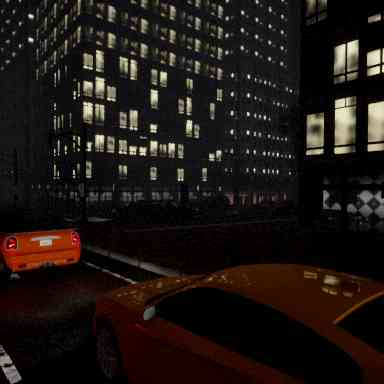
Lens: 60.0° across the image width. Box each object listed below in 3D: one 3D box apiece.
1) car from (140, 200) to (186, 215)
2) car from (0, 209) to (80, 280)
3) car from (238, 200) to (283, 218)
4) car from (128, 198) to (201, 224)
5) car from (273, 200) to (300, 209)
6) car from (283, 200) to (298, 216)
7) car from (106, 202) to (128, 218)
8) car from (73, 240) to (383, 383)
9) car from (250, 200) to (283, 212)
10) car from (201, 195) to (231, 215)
[{"bbox_3d":[-3.163,1.647,36.662,4.829,1.417,1.752,1,0,-39],"label":"car"},{"bbox_3d":[-5.186,1.347,10.335,2.097,1.767,4.553,0,0,-40],"label":"car"},{"bbox_3d":[6.760,1.832,33.910,4.829,1.417,1.752,1,0,-39],"label":"car"},{"bbox_3d":[-2.139,1.523,26.708,5.009,1.841,2.192,1,0,-39],"label":"car"},{"bbox_3d":[14.502,1.881,50.954,4.313,1.339,1.947,1,0,-39],"label":"car"},{"bbox_3d":[11.012,1.935,37.351,4.206,1.307,1.802,1,0,-39],"label":"car"},{"bbox_3d":[-5.745,1.642,31.239,4.674,1.442,1.812,1,1,-38],"label":"car"},{"bbox_3d":[0.730,1.476,3.273,1.882,1.535,5.008,0,0,-40],"label":"car"},{"bbox_3d":[9.850,1.814,43.834,4.674,1.442,1.812,1,1,-39],"label":"car"},{"bbox_3d":[1.949,1.423,37.445,5.566,2.045,2.150,1,1,-39],"label":"car"}]
